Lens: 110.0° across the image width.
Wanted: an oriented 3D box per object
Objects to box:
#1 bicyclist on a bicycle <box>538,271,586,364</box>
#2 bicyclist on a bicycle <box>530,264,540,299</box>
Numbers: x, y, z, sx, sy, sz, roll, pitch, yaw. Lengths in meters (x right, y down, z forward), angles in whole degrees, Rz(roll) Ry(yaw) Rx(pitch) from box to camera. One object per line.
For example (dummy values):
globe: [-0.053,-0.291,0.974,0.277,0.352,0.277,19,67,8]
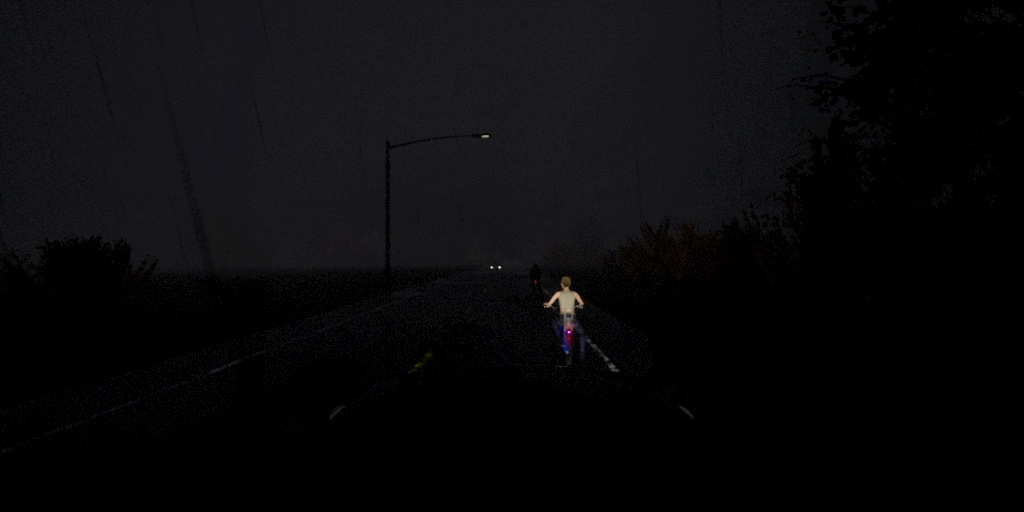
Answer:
bicyclist on a bicycle: [1.021,1.188,6.875,0.866,1.612,1.509,0,0,1]
bicyclist on a bicycle: [1.116,1.210,16.991,0.582,1.620,1.656,0,0,0]
